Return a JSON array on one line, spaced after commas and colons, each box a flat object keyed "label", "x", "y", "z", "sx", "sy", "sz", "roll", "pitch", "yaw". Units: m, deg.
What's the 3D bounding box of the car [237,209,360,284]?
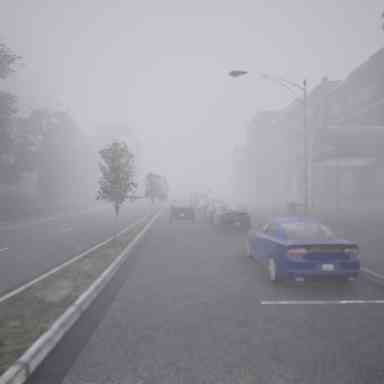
[{"label": "car", "x": 2.862, "y": 1.475, "z": 9.653, "sx": 2.097, "sy": 1.535, "sz": 5.008, "roll": 0, "pitch": 0, "yaw": -2}]

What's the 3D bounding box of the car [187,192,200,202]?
[{"label": "car", "x": 0.237, "y": 1.006, "z": 70.541, "sx": 2.435, "sy": 2.045, "sz": 5.566, "roll": 0, "pitch": 0, "yaw": -2}]

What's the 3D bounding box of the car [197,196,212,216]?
[{"label": "car", "x": 1.910, "y": 1.464, "z": 31.753, "sx": 2.163, "sy": 1.488, "sz": 4.792, "roll": 0, "pitch": 0, "yaw": -2}]

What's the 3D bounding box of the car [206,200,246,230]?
[{"label": "car", "x": 2.390, "y": 1.461, "z": 20.635, "sx": 2.231, "sy": 1.521, "sz": 4.892, "roll": 0, "pitch": 0, "yaw": -2}]

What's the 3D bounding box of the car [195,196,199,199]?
[{"label": "car", "x": 1.674, "y": 1.458, "z": 37.264, "sx": 2.002, "sy": 1.452, "sz": 4.674, "roll": 0, "pitch": 0, "yaw": -2}]

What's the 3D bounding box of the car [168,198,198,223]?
[{"label": "car", "x": -0.776, "y": 1.446, "z": 25.495, "sx": 1.882, "sy": 1.535, "sz": 5.008, "roll": 0, "pitch": 0, "yaw": -2}]

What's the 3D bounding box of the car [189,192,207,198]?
[{"label": "car", "x": 1.194, "y": 1.125, "z": 48.376, "sx": 2.435, "sy": 2.045, "sz": 5.566, "roll": 0, "pitch": 0, "yaw": -2}]

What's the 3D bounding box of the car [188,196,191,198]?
[{"label": "car", "x": -1.523, "y": 1.518, "z": 42.901, "sx": 1.895, "sy": 1.301, "sz": 4.718, "roll": 0, "pitch": 0, "yaw": -2}]
